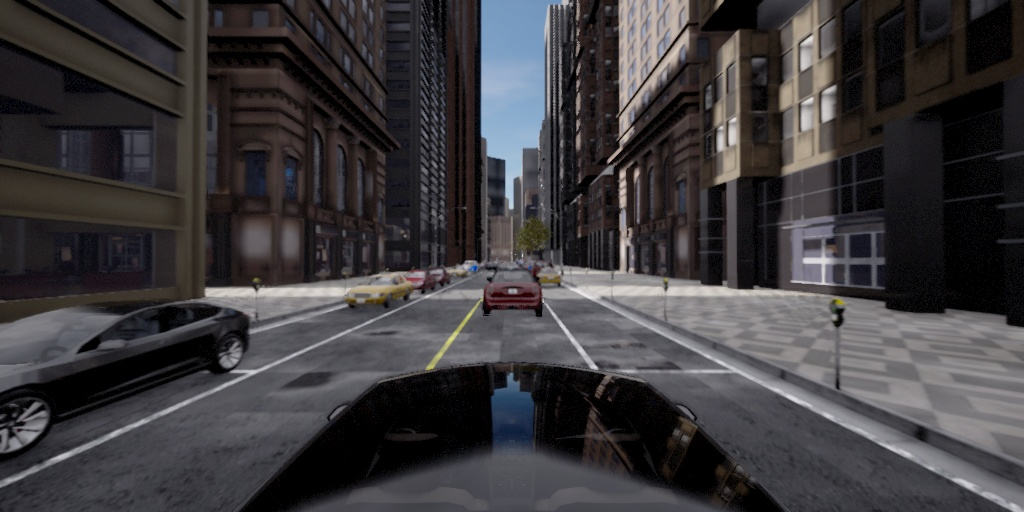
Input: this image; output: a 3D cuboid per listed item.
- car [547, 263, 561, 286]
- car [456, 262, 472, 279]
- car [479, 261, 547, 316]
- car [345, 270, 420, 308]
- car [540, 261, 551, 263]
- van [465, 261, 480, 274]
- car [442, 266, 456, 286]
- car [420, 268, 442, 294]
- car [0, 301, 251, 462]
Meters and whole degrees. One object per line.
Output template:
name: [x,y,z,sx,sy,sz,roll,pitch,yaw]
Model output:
car: [2.757,1.519,27.667,1.751,1.417,4.829,0,0,0]
car: [-5.770,1.629,38.550,1.751,1.417,4.829,0,0,0]
car: [0.044,1.217,14.137,2.097,1.767,4.553,0,-1,1]
car: [-5.765,1.410,16.076,1.751,1.417,4.829,0,0,0]
car: [2.756,1.364,33.116,2.192,1.841,5.009,0,0,0]
van: [-5.773,1.554,49.957,1.690,1.789,3.998,0,0,0]
car: [-5.768,1.575,27.483,1.802,1.307,4.207,0,0,0]
car: [-5.766,1.521,21.865,1.802,1.307,4.207,0,0,0]
car: [-5.762,1.346,5.009,1.948,1.339,4.313,0,0,0]
